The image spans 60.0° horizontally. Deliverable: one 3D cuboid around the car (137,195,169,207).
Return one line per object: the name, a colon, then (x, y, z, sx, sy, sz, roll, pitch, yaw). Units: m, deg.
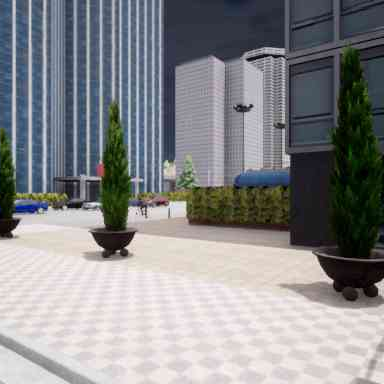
car: (-5.490, 1.352, 49.816, 2.097, 1.767, 4.553, 0, 0, 35)

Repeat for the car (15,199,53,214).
car: (-17.048, 1.478, 33.383, 1.882, 1.535, 5.008, 0, 0, 35)

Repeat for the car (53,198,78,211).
car: (-15.215, 1.478, 42.086, 1.882, 1.535, 5.008, 0, 0, 35)

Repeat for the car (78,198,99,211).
car: (-11.338, 1.601, 41.516, 1.895, 1.301, 4.718, 0, 0, 35)

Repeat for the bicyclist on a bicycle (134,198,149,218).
bicyclist on a bicycle: (-4.075, 1.301, 26.657, 1.656, 1.620, 0.582, 0, 0, 35)

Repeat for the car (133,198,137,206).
car: (-9.287, 1.547, 50.511, 2.033, 1.411, 5.357, 0, 0, 35)
